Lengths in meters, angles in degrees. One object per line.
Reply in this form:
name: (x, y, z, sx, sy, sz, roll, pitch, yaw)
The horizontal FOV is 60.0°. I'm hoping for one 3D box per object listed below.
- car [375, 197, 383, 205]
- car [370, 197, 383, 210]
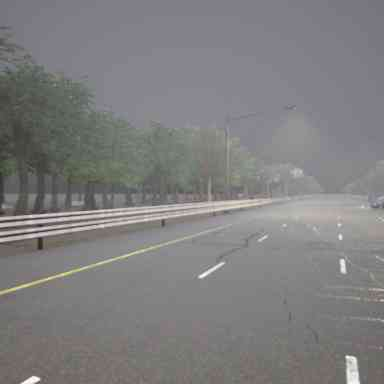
car: (39.316, 1.836, 68.459, 1.812, 1.442, 4.674, 0, 0, 42)
car: (26.477, 1.813, 47.191, 1.895, 1.301, 4.718, 0, 0, 24)
